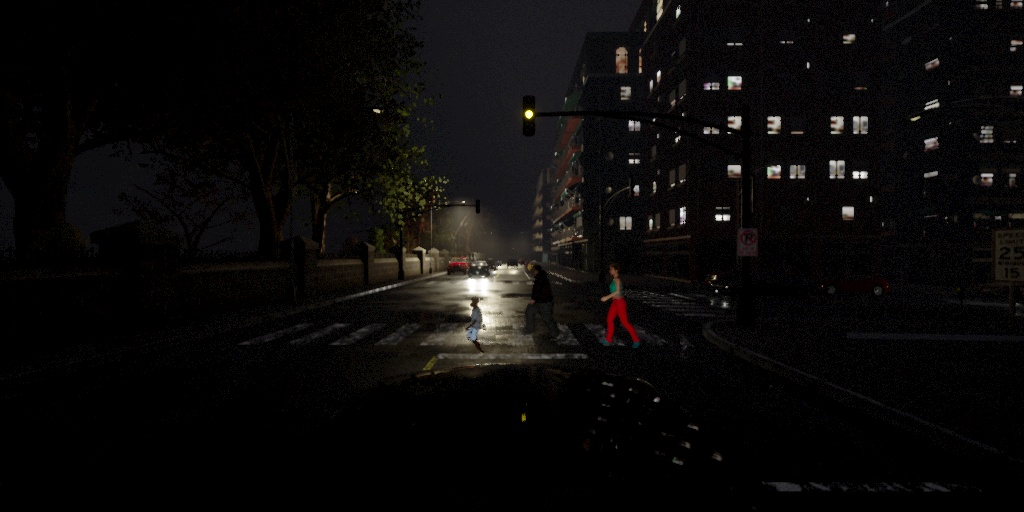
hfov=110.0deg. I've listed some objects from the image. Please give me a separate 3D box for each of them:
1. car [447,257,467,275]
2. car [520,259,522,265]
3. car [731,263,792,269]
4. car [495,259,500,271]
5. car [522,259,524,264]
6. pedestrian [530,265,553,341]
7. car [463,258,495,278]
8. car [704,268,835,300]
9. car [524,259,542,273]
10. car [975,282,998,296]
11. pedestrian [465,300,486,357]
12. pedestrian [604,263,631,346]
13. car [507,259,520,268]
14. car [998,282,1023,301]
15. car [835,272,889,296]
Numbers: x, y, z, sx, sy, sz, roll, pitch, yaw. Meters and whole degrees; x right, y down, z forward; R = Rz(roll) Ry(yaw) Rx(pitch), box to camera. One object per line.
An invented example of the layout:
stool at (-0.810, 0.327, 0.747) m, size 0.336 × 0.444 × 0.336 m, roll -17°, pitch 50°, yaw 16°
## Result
car at (-5.646, 1.056, 38.590) m, size 2.192 × 1.841 × 5.009 m, roll 0°, pitch 0°, yaw 0°
car at (2.754, 1.297, 55.187) m, size 2.007 × 1.370 × 4.403 m, roll 0°, pitch 0°, yaw 0°
car at (14.622, 1.330, 21.981) m, size 5.009 × 1.841 × 2.192 m, roll 0°, pitch 0°, yaw 0°
car at (-3.034, 1.247, 48.053) m, size 1.837 × 1.490 × 4.892 m, roll 0°, pitch 0°, yaw 0°
car at (2.747, 1.289, 49.651) m, size 1.888 × 1.381 × 4.507 m, roll 0°, pitch 0°, yaw 0°
pedestrian at (0.683, 1.041, 8.402) m, size 0.375 × 1.860 × 0.375 m, roll 0°, pitch 0°, yaw 0°
car at (-3.063, 1.233, 34.347) m, size 2.128 × 1.511 × 4.902 m, roll 0°, pitch 0°, yaw 0°
car at (13.724, 1.558, 19.387) m, size 5.357 × 1.411 × 2.033 m, roll 1°, pitch 0°, yaw 0°
car at (2.741, 1.268, 44.286) m, size 1.751 × 1.417 × 4.829 m, roll 0°, pitch 0°, yaw 0°
car at (31.538, 1.850, 22.013) m, size 4.829 × 1.417 × 1.751 m, roll 0°, pitch 0°, yaw 0°
pedestrian at (-0.715, 1.041, 7.204) m, size 0.375 × 1.860 × 0.375 m, roll 0°, pitch 0°, yaw 0°
pedestrian at (2.293, 1.041, 7.801) m, size 0.375 × 1.860 × 0.375 m, roll 0°, pitch 0°, yaw 0°
car at (0.075, 1.227, 63.484) m, size 1.882 × 1.535 × 5.008 m, roll 0°, pitch 0°, yaw 0°
car at (30.383, 1.803, 19.412) m, size 4.902 × 1.511 × 2.128 m, roll 1°, pitch 0°, yaw 0°
car at (20.316, 1.664, 21.992) m, size 4.507 × 1.381 × 1.888 m, roll 0°, pitch 0°, yaw 0°
